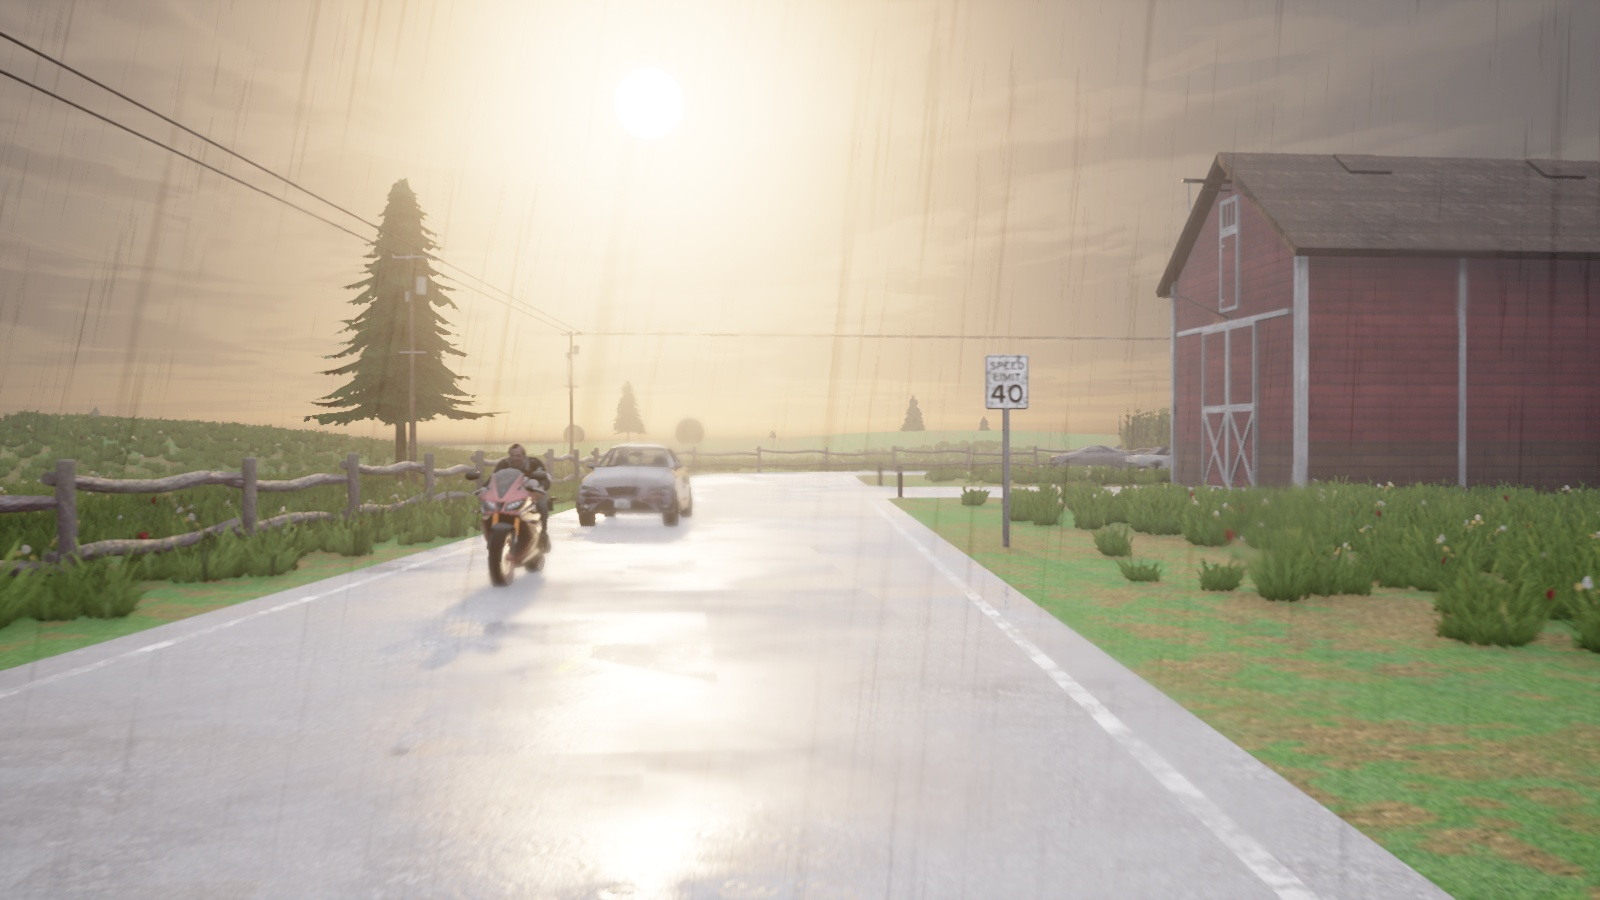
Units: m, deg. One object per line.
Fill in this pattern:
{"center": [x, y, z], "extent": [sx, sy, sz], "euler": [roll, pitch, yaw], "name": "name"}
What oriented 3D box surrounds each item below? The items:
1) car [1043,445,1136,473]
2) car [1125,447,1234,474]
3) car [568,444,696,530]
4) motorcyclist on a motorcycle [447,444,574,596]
{"center": [14.755, 0.461, 64.141], "extent": [4.181, 1.385, 1.994], "euler": [0, 0, -5], "name": "car"}
{"center": [18.496, 0.516, 61.260], "extent": [4.718, 1.301, 1.895], "euler": [0, 0, -5], "name": "car"}
{"center": [-3.051, 0.625, 23.585], "extent": [1.816, 1.474, 4.193], "euler": [0, 0, 0], "name": "car"}
{"center": [-3.107, 0.702, 13.725], "extent": [0.866, 1.530, 2.191], "euler": [0, 0, 0], "name": "motorcyclist on a motorcycle"}
